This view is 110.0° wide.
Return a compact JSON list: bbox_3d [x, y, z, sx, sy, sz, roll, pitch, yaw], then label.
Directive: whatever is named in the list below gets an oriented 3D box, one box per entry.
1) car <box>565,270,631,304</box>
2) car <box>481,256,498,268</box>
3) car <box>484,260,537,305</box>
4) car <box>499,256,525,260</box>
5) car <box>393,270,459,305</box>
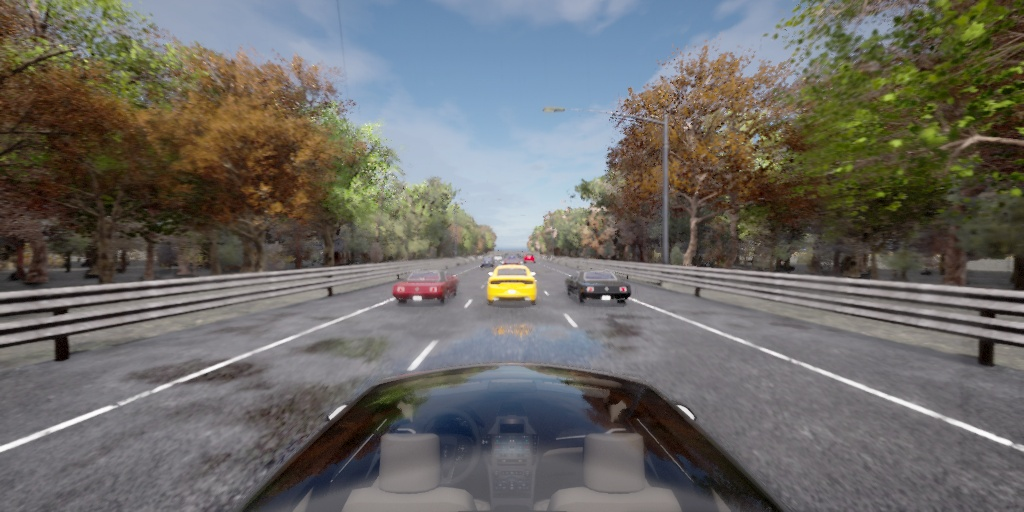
[{"bbox_3d":[3.500,1.254,15.523,1.895,1.301,4.718,0,0,0],"label":"car"},{"bbox_3d":[-3.487,0.935,52.588,2.033,1.411,5.357,0,0,0],"label":"car"},{"bbox_3d":[0.002,1.134,15.545,1.882,1.535,5.008,0,0,0],"label":"car"},{"bbox_3d":[0.007,0.999,34.611,1.882,1.535,5.008,0,0,0],"label":"car"},{"bbox_3d":[-3.499,1.261,15.526,1.895,1.301,4.718,0,0,0],"label":"car"}]
